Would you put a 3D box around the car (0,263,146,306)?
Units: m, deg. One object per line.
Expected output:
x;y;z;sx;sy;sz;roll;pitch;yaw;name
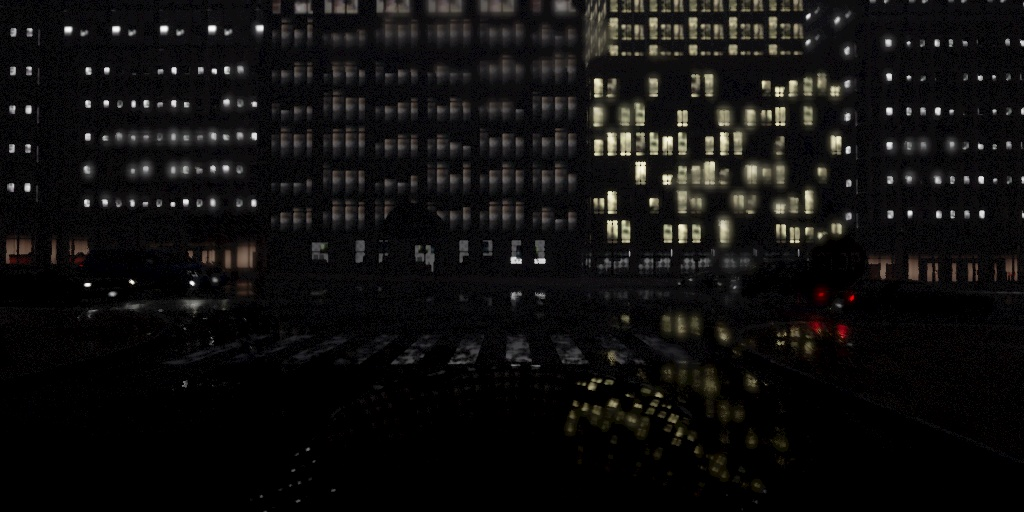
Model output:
-16.904;1.053;13.219;4.718;1.301;1.895;1;-1;1;car

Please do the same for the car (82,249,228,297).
-16.356;0.715;16.469;5.566;2.045;2.150;1;-1;1;car

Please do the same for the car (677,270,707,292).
13.142;1.530;22.869;4.902;1.511;2.128;1;-1;1;car

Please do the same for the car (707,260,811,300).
14.170;1.244;19.610;5.566;2.045;2.150;1;-1;1;car

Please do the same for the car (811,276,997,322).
14.143;1.557;13.036;4.718;1.301;1.895;1;-1;2;car
